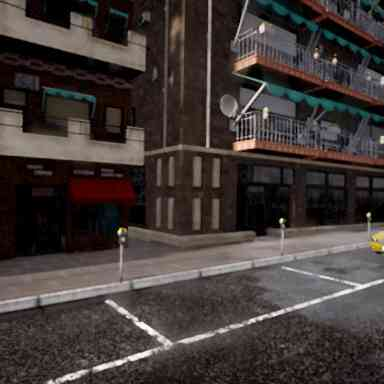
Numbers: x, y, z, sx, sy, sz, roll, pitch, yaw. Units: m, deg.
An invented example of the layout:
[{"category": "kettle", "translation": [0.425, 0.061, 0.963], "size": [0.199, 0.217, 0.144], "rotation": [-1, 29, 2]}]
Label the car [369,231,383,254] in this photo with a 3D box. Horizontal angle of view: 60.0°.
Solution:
[{"category": "car", "translation": [8.561, 1.606, 12.643], "size": [4.829, 1.417, 1.752], "rotation": [0, 1, -35]}]
